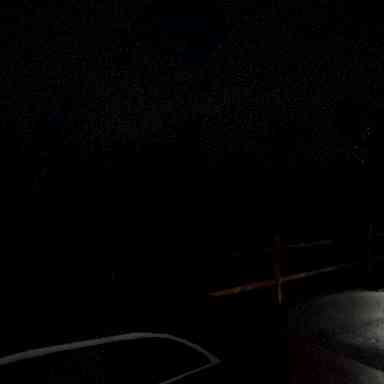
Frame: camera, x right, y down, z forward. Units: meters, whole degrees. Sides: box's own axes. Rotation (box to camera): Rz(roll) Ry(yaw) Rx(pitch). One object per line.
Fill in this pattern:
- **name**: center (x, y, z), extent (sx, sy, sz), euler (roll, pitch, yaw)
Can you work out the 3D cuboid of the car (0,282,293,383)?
- **car**: center (-1.433, 1.493, 2.045), extent (4.902, 1.511, 2.128), euler (1, 0, -36)
